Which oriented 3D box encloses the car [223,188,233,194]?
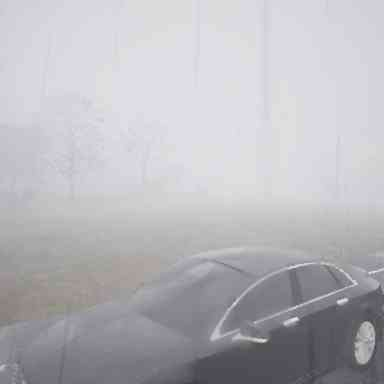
[{"bbox_3d":[9.417,-0.310,78.143,1.882,1.535,5.008,1,1,-35],"label":"car"}]

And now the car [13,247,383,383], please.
[{"bbox_3d":[0.541,1.536,4.122,4.892,1.490,1.837,0,-1,-36],"label":"car"}]

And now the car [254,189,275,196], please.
[{"bbox_3d":[15.114,0.075,69.921,1.882,1.535,5.008,1,1,-35],"label":"car"}]
